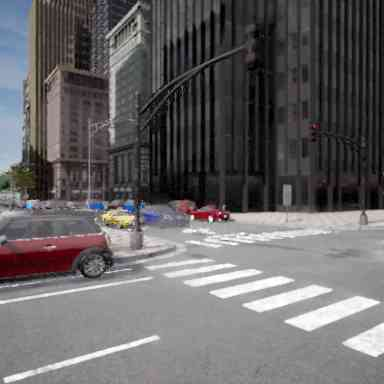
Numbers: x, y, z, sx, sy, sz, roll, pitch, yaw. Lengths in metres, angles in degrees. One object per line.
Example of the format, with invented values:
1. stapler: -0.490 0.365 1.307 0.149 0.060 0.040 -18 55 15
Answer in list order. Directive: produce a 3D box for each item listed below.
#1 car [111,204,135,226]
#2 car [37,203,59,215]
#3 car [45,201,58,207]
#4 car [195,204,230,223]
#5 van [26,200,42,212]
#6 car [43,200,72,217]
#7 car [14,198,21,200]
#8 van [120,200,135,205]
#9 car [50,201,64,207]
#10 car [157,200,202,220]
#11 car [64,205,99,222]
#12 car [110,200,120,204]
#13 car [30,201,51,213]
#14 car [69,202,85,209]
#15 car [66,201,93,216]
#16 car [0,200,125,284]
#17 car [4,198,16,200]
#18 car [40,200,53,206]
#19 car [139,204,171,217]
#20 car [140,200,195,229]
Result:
1. car: -5.328 1.908 25.055 1.752 1.417 4.829 -1 0 -35
2. car: -19.569 2.261 45.112 1.887 1.381 4.507 -1 0 -35
3. car: -33.780 2.781 79.853 1.947 1.339 4.313 -1 0 -35
4. car: 1.534 1.949 30.121 1.887 1.381 4.507 -1 0 -35
5. van: -25.229 2.188 53.080 1.690 1.788 3.998 -1 0 -35
6. car: -16.744 1.966 41.129 2.192 1.841 5.009 -1 0 -35
7. car: -30.988 2.419 61.193 1.967 1.590 4.097 -1 0 -35
8. van: -7.291 1.953 42.576 1.690 1.788 3.998 -1 0 -35
9. car: -30.767 2.716 75.610 1.947 1.339 4.313 -1 0 -35
10. car: -1.410 1.789 34.273 2.192 1.841 5.009 -1 0 -35
11. car: -11.083 2.069 33.161 2.008 1.369 4.403 -1 0 -35
12. car: -10.231 1.996 46.727 2.192 1.841 5.009 -1 0 -35
13. car: -22.399 2.222 49.096 1.967 1.590 4.097 -1 0 -35
14. car: -21.732 2.528 62.885 1.802 1.307 4.206 -1 0 -35
15. car: -14.540 2.009 42.678 2.097 1.767 4.553 0 -1 -35
16. car: -4.365 1.273 8.412 4.553 1.767 2.097 1 5 -34
17. car: -40.326 2.732 74.347 1.887 1.381 4.507 -1 0 -35
18. car: -36.791 2.831 84.094 2.008 1.369 4.403 -1 0 -35
19. car: -4.346 2.125 38.423 1.802 1.307 4.206 -1 0 -35
20. car: -2.169 1.718 25.227 2.097 1.767 4.553 0 -1 -35
